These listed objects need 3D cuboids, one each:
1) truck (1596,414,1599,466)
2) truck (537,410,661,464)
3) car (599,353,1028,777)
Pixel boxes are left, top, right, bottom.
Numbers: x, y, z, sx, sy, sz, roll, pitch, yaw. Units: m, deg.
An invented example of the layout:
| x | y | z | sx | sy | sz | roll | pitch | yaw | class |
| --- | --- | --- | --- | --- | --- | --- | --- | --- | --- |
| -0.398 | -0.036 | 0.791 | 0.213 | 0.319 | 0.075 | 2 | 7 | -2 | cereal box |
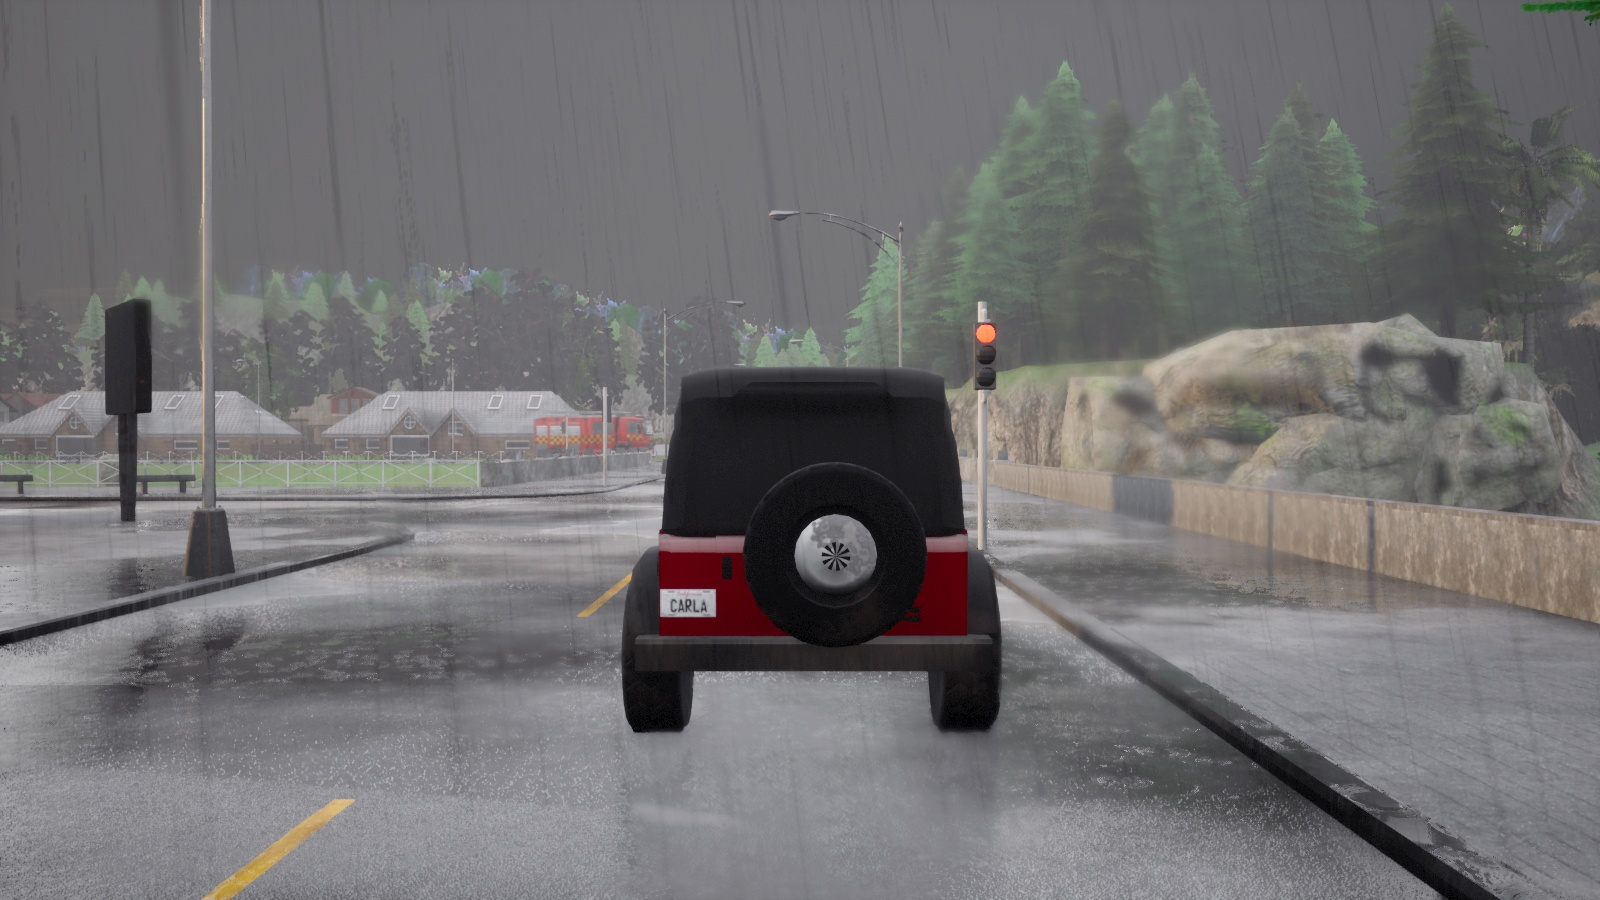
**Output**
| x | y | z | sx | sy | sz | roll | pitch | yaw | class |
| --- | --- | --- | --- | --- | --- | --- | --- | --- | --- |
| 53.922 | -0.637 | 78.837 | 2.891 | 3.462 | 7.936 | 0 | 0 | 0 | truck |
| -14.636 | -0.948 | 91.745 | 8.468 | 3.827 | 2.891 | 0 | 0 | 5 | truck |
| 0.062 | 0.500 | 7.508 | 1.905 | 1.878 | 3.866 | 0 | 0 | 0 | car |
